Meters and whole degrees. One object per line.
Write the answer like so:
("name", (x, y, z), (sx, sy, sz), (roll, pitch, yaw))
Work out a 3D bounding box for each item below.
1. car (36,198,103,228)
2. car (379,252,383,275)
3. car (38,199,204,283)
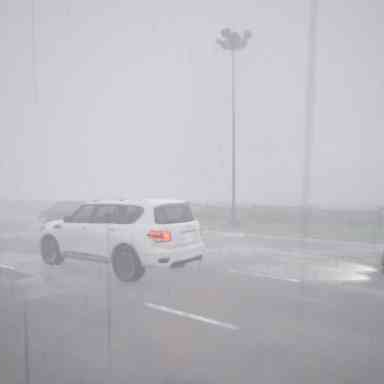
("car", (-8.511, 1.351, 22.965), (4.553, 1.767, 2.097), (0, 0, 36))
("car", (6.772, 1.565, 7.761), (4.181, 1.385, 1.994), (0, 0, 35))
("car", (-2.283, 1.219, 9.923), (5.566, 2.045, 2.150), (0, 0, 35))
